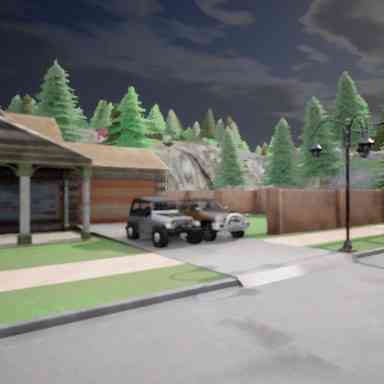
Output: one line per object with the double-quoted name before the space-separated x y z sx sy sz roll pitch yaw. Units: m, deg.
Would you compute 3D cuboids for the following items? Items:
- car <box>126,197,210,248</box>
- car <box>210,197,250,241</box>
"car" -1.296 1.168 13.925 1.905 1.878 3.866 0 0 -36
"car" 0.522 1.163 15.705 1.932 1.855 4.605 0 0 -36
